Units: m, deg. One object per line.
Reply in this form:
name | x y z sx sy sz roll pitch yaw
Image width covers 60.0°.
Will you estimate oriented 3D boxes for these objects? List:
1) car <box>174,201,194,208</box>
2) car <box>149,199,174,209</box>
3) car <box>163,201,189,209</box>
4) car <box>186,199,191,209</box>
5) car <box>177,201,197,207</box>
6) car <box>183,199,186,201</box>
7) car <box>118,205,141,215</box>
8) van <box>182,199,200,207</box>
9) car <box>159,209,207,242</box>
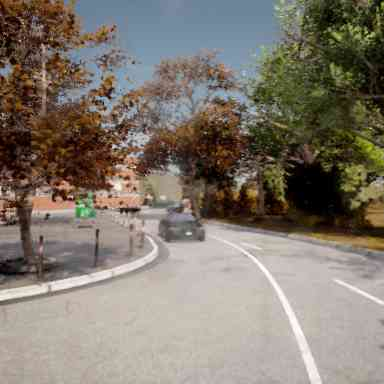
car | -2.048 3.133 83.420 4.674 1.452 2.002 0 -1 17
car | -6.255 2.559 69.941 5.566 2.045 2.435 0 -1 17
car | -2.602 2.678 55.638 1.895 1.301 4.718 0 -1 18
car | 0.910 2.688 66.927 2.097 1.767 4.553 0 -1 18
car | -1.242 3.177 86.129 4.792 1.488 2.163 0 -1 17
car | -4.563 2.927 75.328 5.008 1.535 2.097 0 -1 17
car | -8.598 2.410 45.815 1.895 1.301 4.718 0 -1 9
van | -0.265 2.977 88.789 4.442 1.987 1.878 0 -1 17
car | -0.600 1.831 17.865 1.994 1.385 4.181 1 -1 -13
